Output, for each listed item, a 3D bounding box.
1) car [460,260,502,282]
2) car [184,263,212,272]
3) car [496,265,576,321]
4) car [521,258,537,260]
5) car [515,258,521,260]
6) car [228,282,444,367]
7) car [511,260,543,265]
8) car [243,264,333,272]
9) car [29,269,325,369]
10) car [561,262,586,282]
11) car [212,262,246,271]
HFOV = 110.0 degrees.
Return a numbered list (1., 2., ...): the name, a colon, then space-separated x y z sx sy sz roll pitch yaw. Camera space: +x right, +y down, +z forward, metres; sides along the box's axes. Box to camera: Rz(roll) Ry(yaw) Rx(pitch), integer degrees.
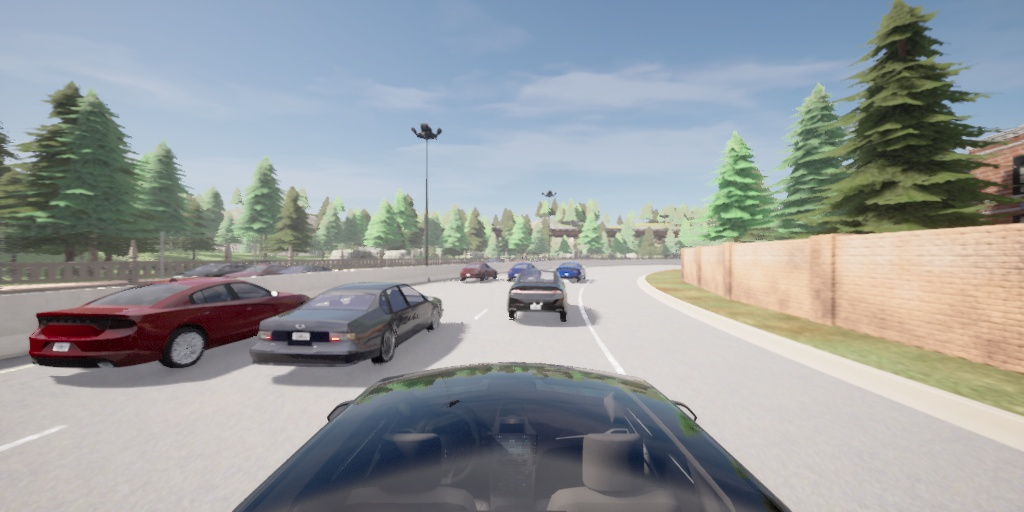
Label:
1. car: -2.621 1.253 28.846 1.812 1.442 4.674 0 0 16
2. car: -18.698 1.172 22.990 2.128 1.511 4.902 0 0 12
3. car: 0.983 1.239 12.592 2.128 1.511 4.902 0 0 7
4. car: 4.052 1.280 59.172 2.033 1.411 5.357 0 0 34
5. car: 1.394 1.075 61.409 2.097 1.767 4.553 0 0 35
6. car: -3.063 1.285 8.045 2.033 1.411 5.357 0 0 5
7. car: 1.026 1.265 28.838 1.812 1.442 4.674 0 0 17
8. car: -12.088 1.250 20.765 2.033 1.411 5.357 0 0 11
9. car: -6.543 1.204 7.813 1.882 1.535 5.008 0 0 4
10. car: 4.882 1.228 29.348 1.882 1.535 5.008 0 0 18
11. car: -15.316 1.217 22.189 1.812 1.442 4.674 0 0 12
